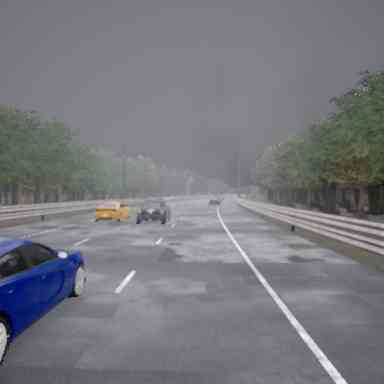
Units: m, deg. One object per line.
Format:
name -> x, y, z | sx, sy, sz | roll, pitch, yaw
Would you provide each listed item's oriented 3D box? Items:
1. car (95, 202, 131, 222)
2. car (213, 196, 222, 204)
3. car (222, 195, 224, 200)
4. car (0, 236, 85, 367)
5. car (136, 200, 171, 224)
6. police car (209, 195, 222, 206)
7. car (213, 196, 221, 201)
car -> -6.261, 1.547, 26.821 | 1.882, 1.535, 5.008 | 0, 0, 2
car -> 5.754, 1.754, 75.511 | 1.801, 1.575, 5.366 | 0, 0, 7
car -> 5.034, 1.617, 69.428 | 2.097, 1.767, 4.553 | 0, 0, 6
car -> -3.345, 1.491, 5.539 | 1.882, 1.535, 5.008 | 0, 0, 1
car -> -2.815, 1.420, 25.411 | 2.097, 1.767, 4.553 | 0, 0, 2
police car -> 4.016, 1.640, 59.773 | 1.930, 1.638, 5.238 | 0, 0, 6
car -> 7.136, 1.771, 93.711 | 1.837, 1.490, 4.892 | 0, 0, 9
